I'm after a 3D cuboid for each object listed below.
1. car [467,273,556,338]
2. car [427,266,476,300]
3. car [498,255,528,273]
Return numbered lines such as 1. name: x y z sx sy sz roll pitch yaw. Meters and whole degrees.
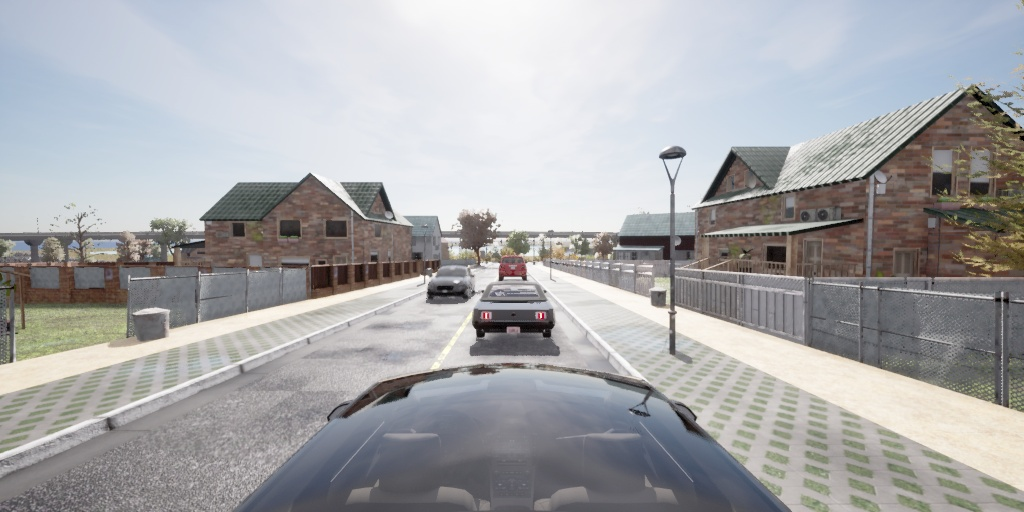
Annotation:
1. car: 0.054 1.347 10.137 1.895 1.301 4.718 0 0 0
2. car: -2.859 1.250 17.675 1.837 1.490 4.892 0 0 0
3. car: 0.066 0.970 28.784 2.150 2.045 5.566 0 0 0
